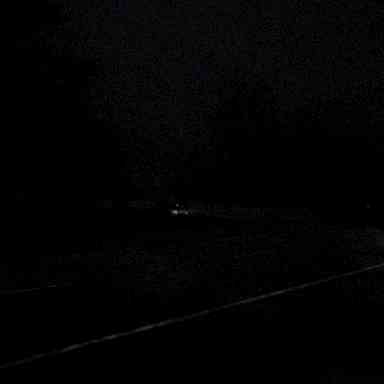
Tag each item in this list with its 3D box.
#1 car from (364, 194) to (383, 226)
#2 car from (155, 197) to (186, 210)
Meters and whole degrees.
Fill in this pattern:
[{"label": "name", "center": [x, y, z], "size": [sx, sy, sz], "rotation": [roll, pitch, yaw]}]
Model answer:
[{"label": "car", "center": [13.483, 1.159, 20.091], "size": [2.150, 2.045, 5.566], "rotation": [0, 0, -38]}, {"label": "car", "center": [-2.660, 1.414, 40.395], "size": [1.837, 1.490, 4.892], "rotation": [0, 1, -38]}]
